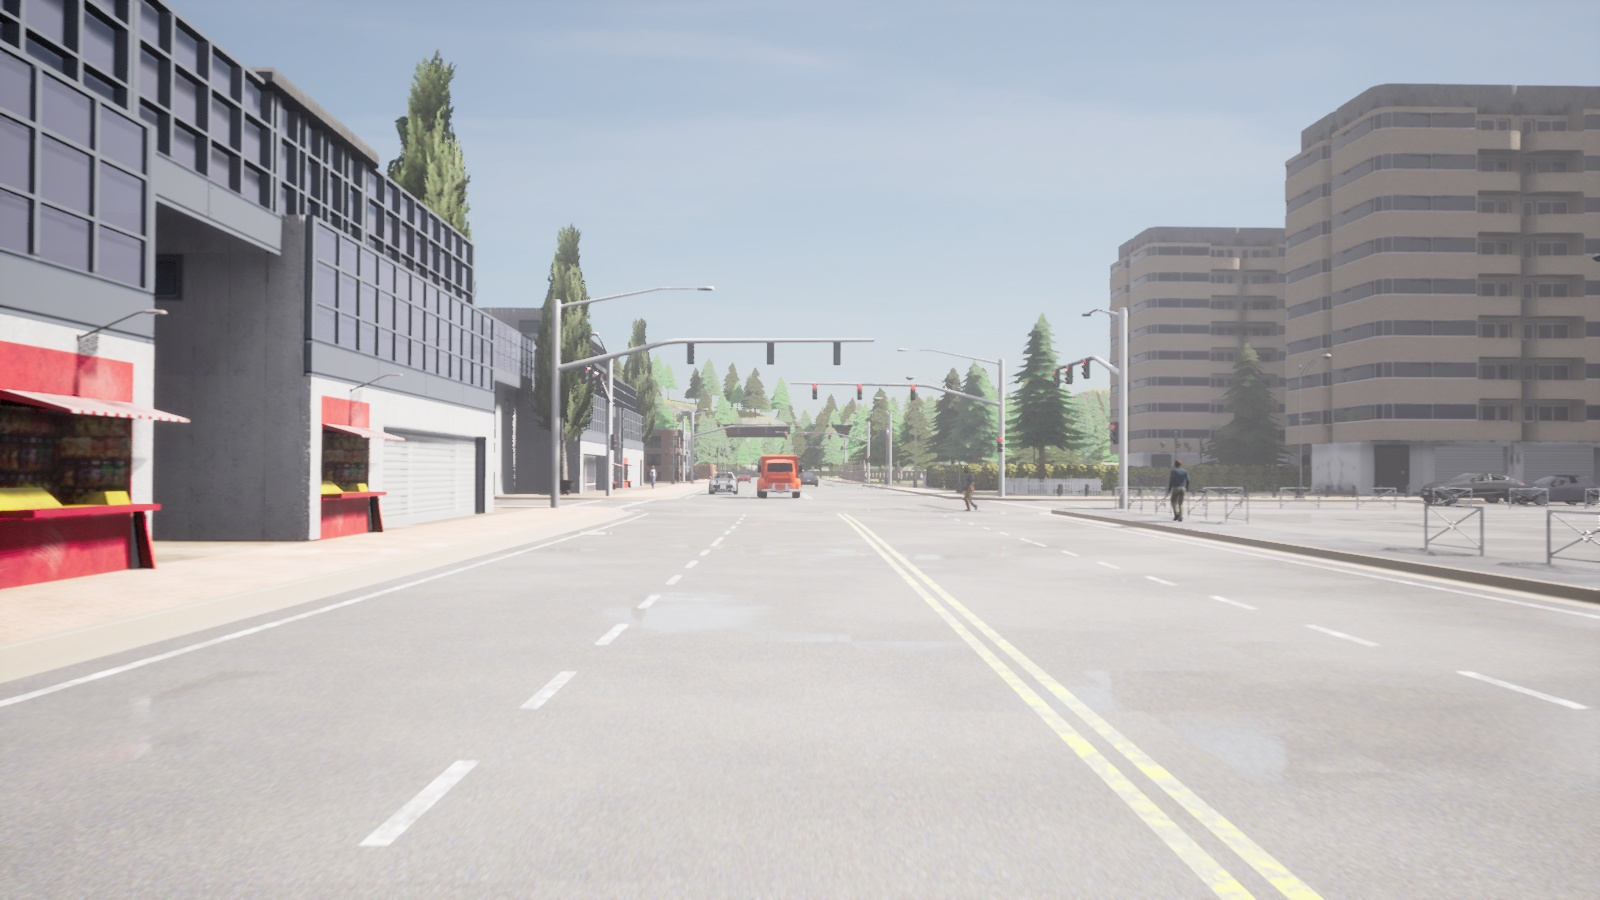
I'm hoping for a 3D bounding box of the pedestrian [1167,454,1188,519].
[{"bbox_3d":[10.786,1.031,35.876,0.370,1.835,0.726,0,-1,1],"label":"pedestrian"}]

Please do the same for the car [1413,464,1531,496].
[{"bbox_3d":[34.903,1.547,65.308,5.027,1.651,2.152,0,-1,-2],"label":"car"}]

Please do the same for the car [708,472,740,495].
[{"bbox_3d":[-4.996,2.184,82.670,1.970,1.475,3.806,0,-1,-2],"label":"car"}]

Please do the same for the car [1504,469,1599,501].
[{"bbox_3d":[37.050,1.716,61.870,3.633,1.501,1.845,0,-1,-2],"label":"car"}]

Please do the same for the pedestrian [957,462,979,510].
[{"bbox_3d":[6.433,1.384,48.194,0.694,1.848,0.540,0,-1,-8],"label":"pedestrian"}]

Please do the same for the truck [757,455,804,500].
[{"bbox_3d":[-1.170,1.539,72.080,2.627,2.467,5.204,0,-1,-2],"label":"truck"}]
